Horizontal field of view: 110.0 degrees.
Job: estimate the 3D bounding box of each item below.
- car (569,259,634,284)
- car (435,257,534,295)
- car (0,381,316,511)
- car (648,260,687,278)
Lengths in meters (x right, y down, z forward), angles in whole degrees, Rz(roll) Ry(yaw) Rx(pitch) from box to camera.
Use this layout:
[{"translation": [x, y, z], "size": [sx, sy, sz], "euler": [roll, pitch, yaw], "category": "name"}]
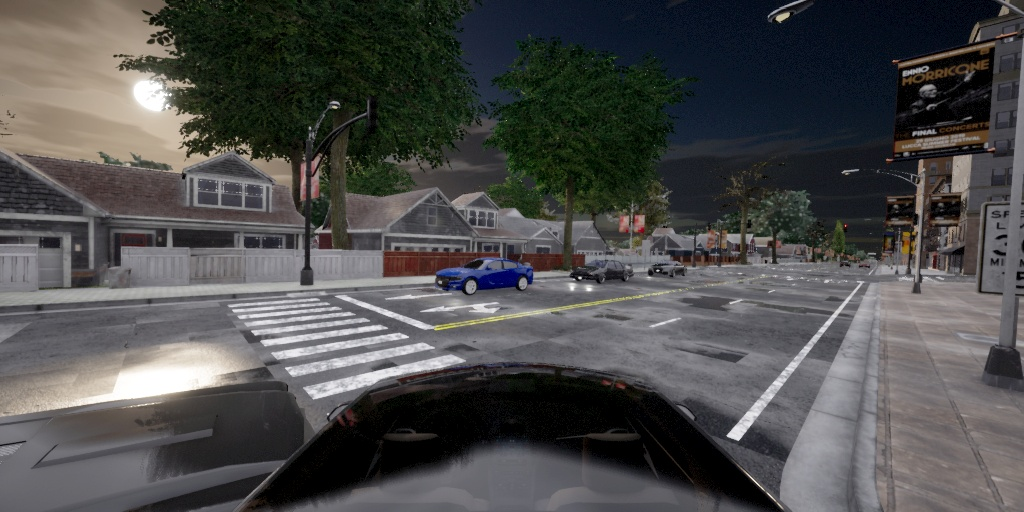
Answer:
[{"translation": [6.008, 0.943, 23.381], "size": [5.357, 1.411, 2.033], "euler": [0, 2, -44], "category": "car"}, {"translation": [-1.145, 0.821, 16.447], "size": [5.008, 1.535, 1.882], "euler": [0, 2, -44], "category": "car"}, {"translation": [-3.309, 1.292, 1.257], "size": [4.718, 1.301, 1.895], "euler": [1, 2, -34], "category": "car"}, {"translation": [13.191, 1.015, 30.317], "size": [4.181, 1.385, 1.994], "euler": [0, 2, -44], "category": "car"}]
